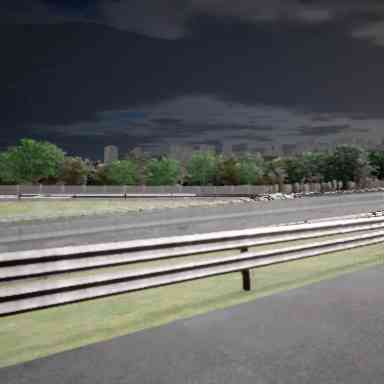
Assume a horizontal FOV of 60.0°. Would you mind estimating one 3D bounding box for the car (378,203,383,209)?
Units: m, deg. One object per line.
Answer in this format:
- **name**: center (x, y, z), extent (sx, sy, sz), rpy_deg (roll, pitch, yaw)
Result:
- **car**: center (27.200, 2.008, 45.326), extent (4.674, 1.442, 1.812), rpy_deg (-3, 2, -29)
